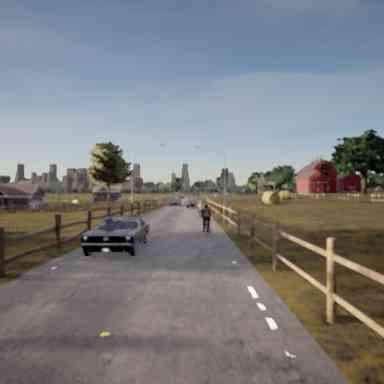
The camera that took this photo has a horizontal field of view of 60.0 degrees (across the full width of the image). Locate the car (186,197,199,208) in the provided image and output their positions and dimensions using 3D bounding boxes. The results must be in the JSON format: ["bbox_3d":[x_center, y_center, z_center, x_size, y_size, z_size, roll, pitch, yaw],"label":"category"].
[{"bbox_3d":[0.061,1.739,51.306,2.033,1.411,5.357,0,0,0],"label":"car"}]

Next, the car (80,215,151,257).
[{"bbox_3d":[-2.854,1.634,13.265,1.895,1.301,4.718,0,0,0],"label":"car"}]

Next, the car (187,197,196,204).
[{"bbox_3d":[-0.022,1.901,74.251,1.994,1.385,4.181,0,0,0],"label":"car"}]

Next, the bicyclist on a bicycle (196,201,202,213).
[{"bbox_3d":[0.724,1.516,27.710,0.866,1.612,1.509,0,0,0],"label":"bicyclist on a bicycle"}]

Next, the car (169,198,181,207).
[{"bbox_3d":[-2.817,1.787,56.476,1.994,1.385,4.181,0,0,0],"label":"car"}]

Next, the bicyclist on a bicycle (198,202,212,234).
[{"bbox_3d":[0.750,1.498,17.151,0.582,1.620,1.656,0,0,0],"label":"bicyclist on a bicycle"}]
